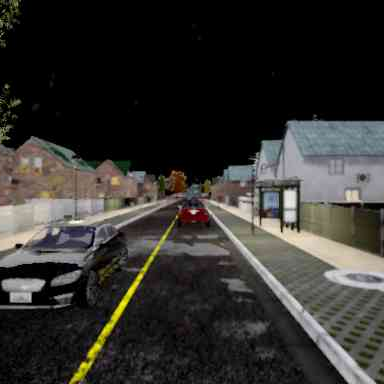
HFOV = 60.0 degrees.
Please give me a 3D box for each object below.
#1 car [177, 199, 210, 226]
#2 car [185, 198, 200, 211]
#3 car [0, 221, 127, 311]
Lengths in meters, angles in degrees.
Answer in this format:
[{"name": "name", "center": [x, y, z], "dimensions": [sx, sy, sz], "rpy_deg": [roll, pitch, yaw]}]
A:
[{"name": "car", "center": [0.103, 1.350, 23.319], "dimensions": [2.097, 1.767, 4.553], "rpy_deg": [0, 0, 0]}, {"name": "car", "center": [0.110, 1.567, 42.438], "dimensions": [1.812, 1.442, 4.674], "rpy_deg": [0, 0, 0]}, {"name": "car", "center": [-2.828, 1.488, 7.964], "dimensions": [2.128, 1.511, 4.902], "rpy_deg": [0, 0, 0]}]
